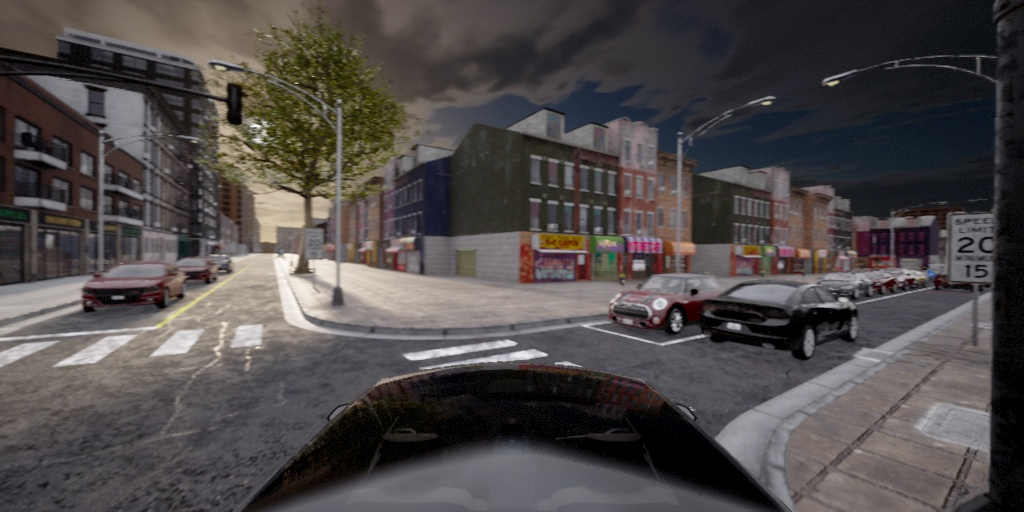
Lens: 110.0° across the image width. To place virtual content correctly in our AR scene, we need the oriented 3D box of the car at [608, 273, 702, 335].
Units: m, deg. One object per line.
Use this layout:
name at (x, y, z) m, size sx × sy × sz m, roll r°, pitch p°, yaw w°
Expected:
car at (4.737, 1.245, 10.661) m, size 4.097 × 1.591 × 1.967 m, roll 0°, pitch 0°, yaw -34°

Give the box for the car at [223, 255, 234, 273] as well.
car at (-25.290, 0.666, 30.917) m, size 2.128 × 1.511 × 4.902 m, roll 0°, pitch 0°, yaw -33°

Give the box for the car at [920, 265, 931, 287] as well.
car at (31.675, 1.725, 28.720) m, size 4.829 × 1.417 × 1.751 m, roll 0°, pitch 0°, yaw -34°

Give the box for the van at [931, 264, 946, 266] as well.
van at (45.355, 1.745, 37.892) m, size 3.998 × 1.789 × 1.690 m, roll 0°, pitch 0°, yaw -34°

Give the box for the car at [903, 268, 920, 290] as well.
car at (27.303, 1.572, 25.789) m, size 4.097 × 1.591 × 1.967 m, roll 0°, pitch 0°, yaw -34°

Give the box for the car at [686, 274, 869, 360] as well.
car at (6.608, 1.319, 8.729) m, size 5.008 × 1.535 × 1.882 m, roll 1°, pitch 0°, yaw -34°

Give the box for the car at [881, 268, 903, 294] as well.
car at (22.789, 1.611, 22.763) m, size 4.507 × 1.381 × 1.888 m, roll 0°, pitch 0°, yaw -34°

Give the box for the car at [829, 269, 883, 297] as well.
car at (18.277, 1.551, 19.738) m, size 4.403 × 1.370 × 2.007 m, roll 0°, pitch 0°, yaw -34°

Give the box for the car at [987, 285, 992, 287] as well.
car at (40.801, 1.835, 31.646) m, size 4.902 × 1.511 × 2.128 m, roll 1°, pitch 0°, yaw -33°

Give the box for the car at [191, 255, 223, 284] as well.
car at (-19.085, 0.806, 21.585) m, size 1.882 × 1.535 × 5.008 m, roll 0°, pitch 1°, yaw -34°

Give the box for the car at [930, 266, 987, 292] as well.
car at (32.242, 1.693, 25.852) m, size 5.008 × 1.535 × 1.882 m, roll 1°, pitch 0°, yaw -33°

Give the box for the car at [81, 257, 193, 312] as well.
car at (-13.306, 0.952, 12.920) m, size 1.882 × 1.535 × 5.008 m, roll 0°, pitch 1°, yaw -34°
